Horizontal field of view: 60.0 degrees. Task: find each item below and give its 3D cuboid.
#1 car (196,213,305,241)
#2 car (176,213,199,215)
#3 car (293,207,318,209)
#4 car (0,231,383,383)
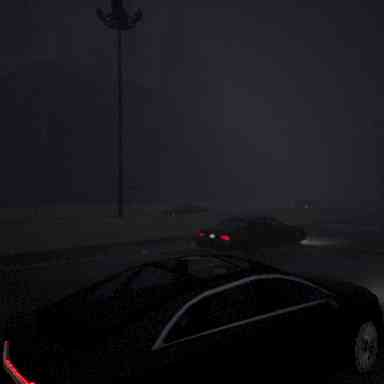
[{"bbox_3d":[2.633,1.683,13.879,5.357,1.411,2.033,0,-1,-41],"label":"car"},{"bbox_3d":[-0.536,1.814,30.373,5.008,1.535,1.882,0,-1,-41],"label":"car"},{"bbox_3d":[13.125,1.676,38.252,2.097,1.767,4.553,-1,-1,44],"label":"car"},{"bbox_3d":[0.443,1.536,3.979,4.902,1.511,2.128,0,-1,-37],"label":"car"}]
